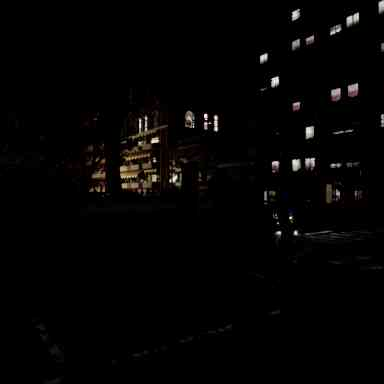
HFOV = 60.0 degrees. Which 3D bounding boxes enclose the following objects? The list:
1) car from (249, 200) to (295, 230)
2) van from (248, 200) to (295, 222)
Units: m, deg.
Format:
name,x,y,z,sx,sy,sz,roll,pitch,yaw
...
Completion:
name,x,y,z,sx,sy,sz,roll,pitch,yaw
car,4.937,1.605,23.434,2.097,1.767,4.553,0,-1,-36
van,7.155,1.642,30.201,1.690,1.788,3.998,-1,0,-36
